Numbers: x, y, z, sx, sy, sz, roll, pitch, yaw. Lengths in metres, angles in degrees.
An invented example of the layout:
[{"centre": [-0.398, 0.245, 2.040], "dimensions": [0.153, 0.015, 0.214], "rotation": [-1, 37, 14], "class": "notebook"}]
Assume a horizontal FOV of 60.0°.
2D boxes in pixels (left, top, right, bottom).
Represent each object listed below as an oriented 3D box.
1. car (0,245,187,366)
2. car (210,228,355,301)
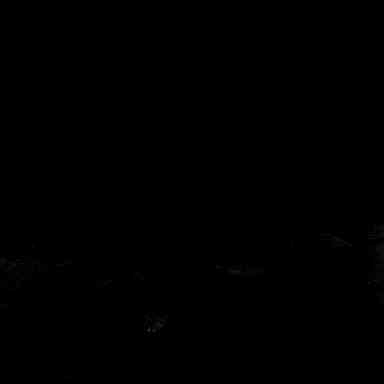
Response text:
[{"centre": [-2.086, 1.566, 5.049], "dimensions": [4.313, 1.339, 1.947], "rotation": [0, 0, -36], "class": "car"}, {"centre": [2.392, 1.582, 8.246], "dimensions": [4.206, 1.307, 1.802], "rotation": [0, 0, -36], "class": "car"}]
